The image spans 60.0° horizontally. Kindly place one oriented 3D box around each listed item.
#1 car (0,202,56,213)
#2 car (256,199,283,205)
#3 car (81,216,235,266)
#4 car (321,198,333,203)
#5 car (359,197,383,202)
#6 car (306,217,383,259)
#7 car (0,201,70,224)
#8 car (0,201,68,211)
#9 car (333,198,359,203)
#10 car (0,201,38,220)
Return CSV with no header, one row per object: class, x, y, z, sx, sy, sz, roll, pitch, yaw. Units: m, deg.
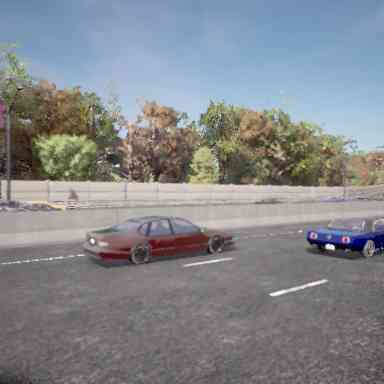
car,-10.392,1.494,18.074,4.902,1.511,2.128,0,0,-35
car,10.789,1.608,46.014,4.181,1.385,1.994,0,0,-35
car,-0.993,1.550,11.630,5.357,1.411,2.033,0,0,-36
car,21.010,1.615,48.985,5.357,1.411,2.033,0,0,-35
car,23.873,1.415,42.439,4.553,1.767,2.097,0,0,-35
car,6.566,1.607,12.718,4.718,1.301,1.895,0,0,-35
car,-12.128,1.482,25.430,5.008,1.535,1.882,0,0,-35
car,-11.066,1.495,21.889,4.902,1.511,2.128,0,0,-35
car,22.062,1.612,45.449,5.357,1.411,2.033,0,0,-35
car,-15.486,1.509,27.336,4.892,1.490,1.837,0,0,-35
